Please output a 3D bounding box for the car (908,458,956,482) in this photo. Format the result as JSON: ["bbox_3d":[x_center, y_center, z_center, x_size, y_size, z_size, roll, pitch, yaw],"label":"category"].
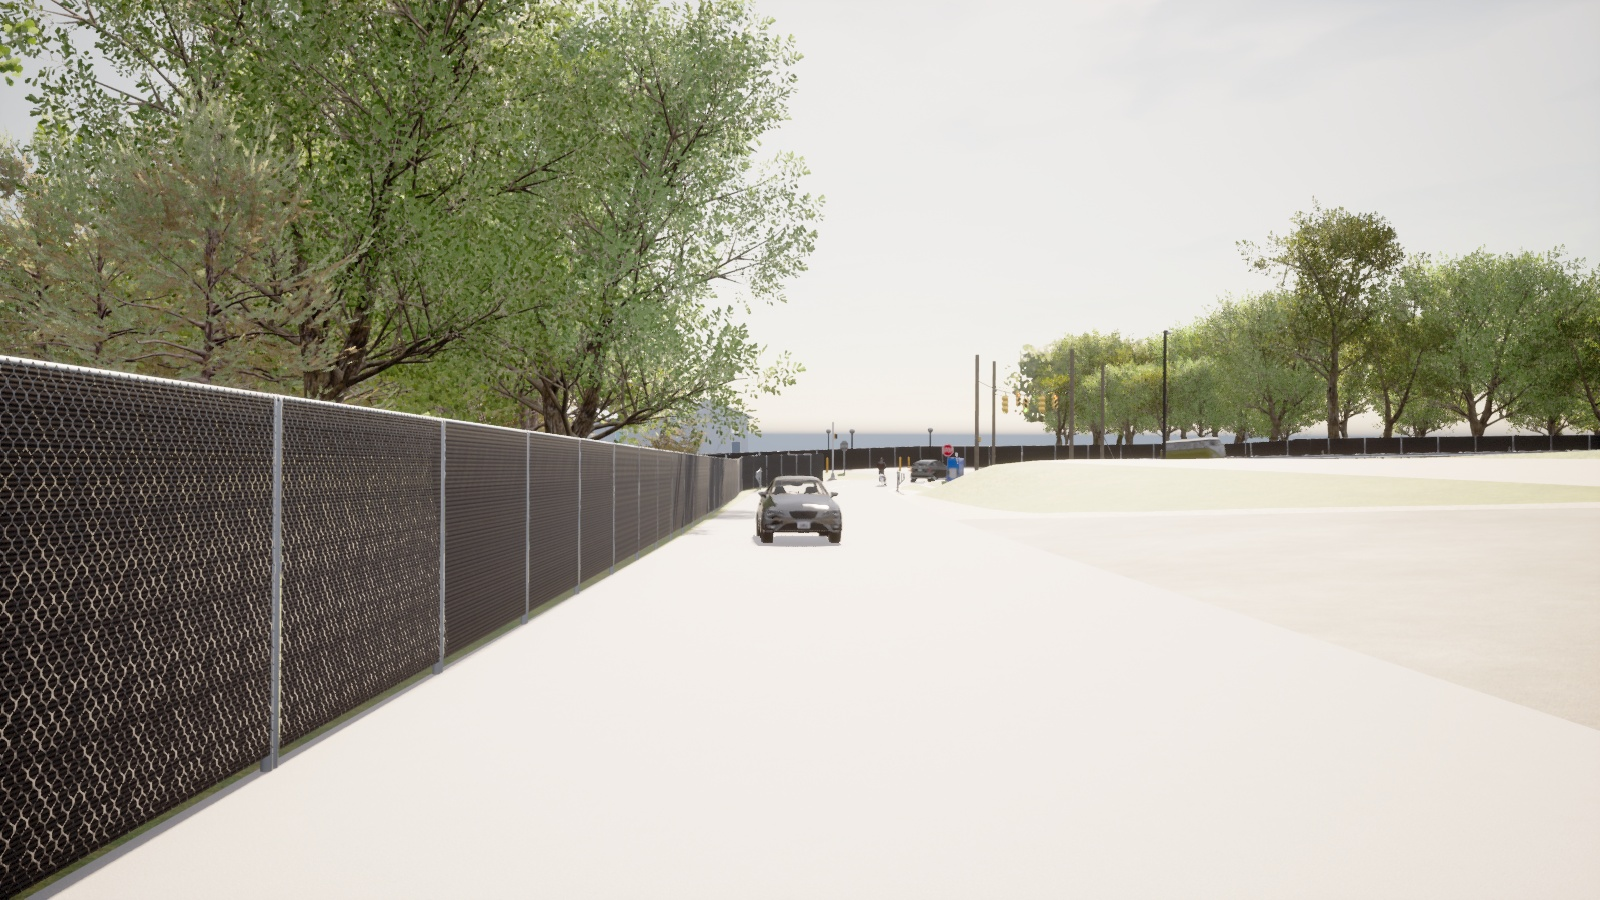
[{"bbox_3d":[9.149,1.395,86.895,1.789,1.549,3.705,0,1,33],"label":"car"}]

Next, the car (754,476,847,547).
[{"bbox_3d":[-0.056,1.339,28.699,1.816,1.474,4.193,0,-1,-4],"label":"car"}]

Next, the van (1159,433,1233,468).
[{"bbox_3d":[26.175,0.033,83.180,1.775,1.987,4.442,-2,-3,-33],"label":"van"}]
